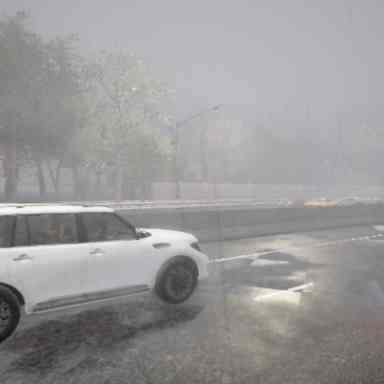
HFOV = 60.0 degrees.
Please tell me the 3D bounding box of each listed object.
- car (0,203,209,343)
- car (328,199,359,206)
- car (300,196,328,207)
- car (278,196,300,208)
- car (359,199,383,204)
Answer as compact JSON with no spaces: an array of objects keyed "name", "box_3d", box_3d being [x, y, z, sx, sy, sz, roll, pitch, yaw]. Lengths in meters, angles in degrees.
[{"name":"car","box_3d":[-2.294,1.225,6.452,5.566,2.045,2.150,-1,0,-35]},{"name":"car","box_3d":[18.458,1.518,38.631,4.902,1.511,2.128,0,0,-35]},{"name":"car","box_3d":[15.989,1.503,41.170,5.008,1.535,1.882,0,0,-35]},{"name":"car","box_3d":[13.309,1.375,43.468,4.553,1.767,2.097,0,0,-36]},{"name":"car","box_3d":[20.311,1.532,35.655,4.892,1.490,1.837,0,0,-35]}]
